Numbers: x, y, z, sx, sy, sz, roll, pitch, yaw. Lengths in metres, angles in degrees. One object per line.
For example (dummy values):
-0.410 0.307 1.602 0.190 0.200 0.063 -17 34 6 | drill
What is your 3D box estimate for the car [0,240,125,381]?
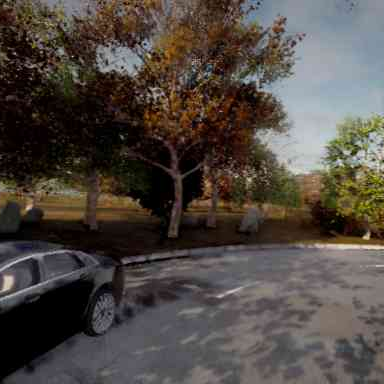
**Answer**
-2.683 1.467 4.221 2.128 1.511 4.902 1 -1 19 | car
